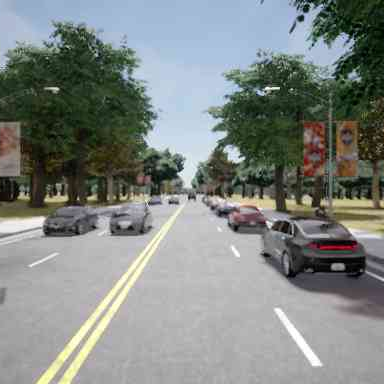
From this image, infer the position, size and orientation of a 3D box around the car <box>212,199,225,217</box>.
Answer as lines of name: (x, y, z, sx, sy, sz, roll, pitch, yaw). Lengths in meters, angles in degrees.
car: (3.244, 1.590, 31.184, 1.895, 1.301, 4.718, 0, 0, 0)

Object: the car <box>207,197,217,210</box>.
car: (3.243, 1.619, 42.184, 1.895, 1.301, 4.718, 0, 0, 0)

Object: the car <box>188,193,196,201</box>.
car: (-0.015, 1.220, 84.967, 2.150, 2.045, 5.566, 0, 0, 0)

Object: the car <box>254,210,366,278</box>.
car: (3.350, 1.488, 10.049, 1.837, 1.490, 4.892, 0, 0, 0)

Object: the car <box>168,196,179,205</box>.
car: (-3.301, 1.542, 60.109, 1.882, 1.535, 5.008, 0, 0, 1)

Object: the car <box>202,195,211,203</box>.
car: (3.237, 1.541, 75.155, 2.033, 1.649, 4.856, 0, 0, 0)

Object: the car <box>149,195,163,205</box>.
car: (-6.552, 1.417, 60.202, 2.097, 1.767, 4.553, 0, 0, 1)

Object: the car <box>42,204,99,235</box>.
car: (-6.602, 1.480, 18.591, 1.837, 1.490, 4.892, 0, 0, 0)

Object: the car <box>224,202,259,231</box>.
car: (3.247, 1.501, 20.152, 1.812, 1.442, 4.674, 0, 0, 0)

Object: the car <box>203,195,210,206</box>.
car: (3.241, 1.594, 53.154, 2.033, 1.411, 5.357, 0, 0, 0)

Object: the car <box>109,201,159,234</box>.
car: (-3.353, 1.467, 18.995, 2.128, 1.511, 4.902, 0, 0, 0)
